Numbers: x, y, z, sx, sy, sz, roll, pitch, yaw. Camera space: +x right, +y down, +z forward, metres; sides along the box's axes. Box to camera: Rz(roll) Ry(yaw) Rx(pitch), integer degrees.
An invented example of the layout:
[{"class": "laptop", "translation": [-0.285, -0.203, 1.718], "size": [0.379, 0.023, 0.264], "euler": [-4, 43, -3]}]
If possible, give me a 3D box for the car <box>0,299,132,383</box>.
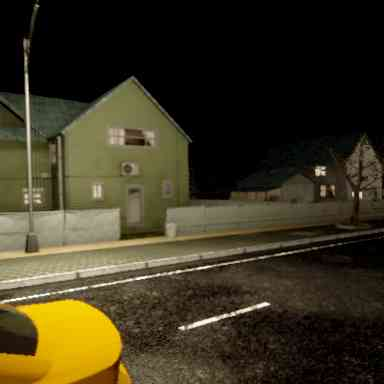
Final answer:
[{"class": "car", "translation": [-2.791, 1.484, 1.695], "size": [5.008, 1.535, 1.882], "euler": [0, 0, -35]}]
